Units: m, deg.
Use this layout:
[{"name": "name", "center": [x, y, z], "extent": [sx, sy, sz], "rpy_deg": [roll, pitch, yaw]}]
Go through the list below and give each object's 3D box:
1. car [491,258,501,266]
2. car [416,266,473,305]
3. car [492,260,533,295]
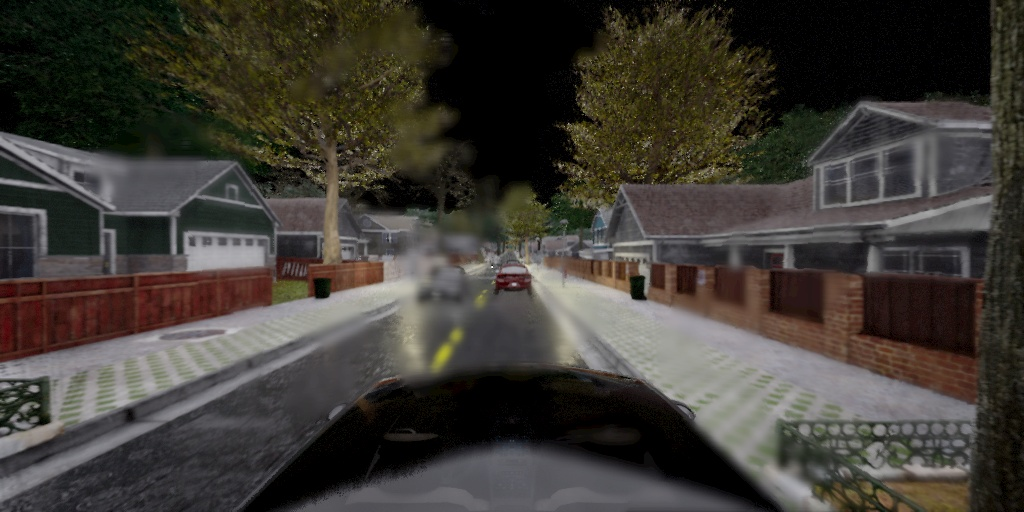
[{"name": "car", "center": [-2.741, 1.022, 63.065], "extent": [2.128, 1.511, 4.902], "rpy_deg": [0, 0, 0]}, {"name": "car", "center": [-2.848, 1.218, 15.917], "extent": [1.837, 1.490, 4.892], "rpy_deg": [0, 0, 0]}, {"name": "car", "center": [0.106, 1.185, 19.584], "extent": [1.882, 1.535, 5.008], "rpy_deg": [0, 0, 0]}]
